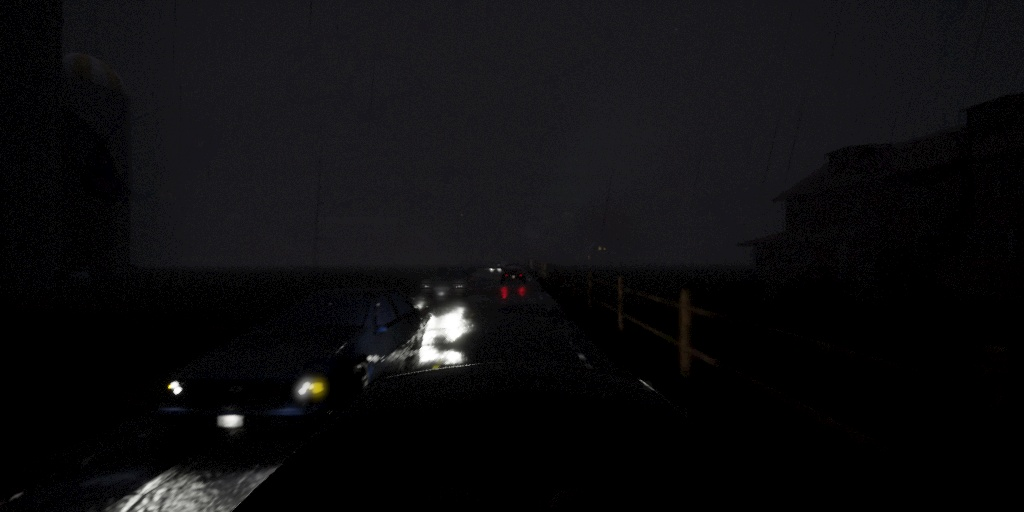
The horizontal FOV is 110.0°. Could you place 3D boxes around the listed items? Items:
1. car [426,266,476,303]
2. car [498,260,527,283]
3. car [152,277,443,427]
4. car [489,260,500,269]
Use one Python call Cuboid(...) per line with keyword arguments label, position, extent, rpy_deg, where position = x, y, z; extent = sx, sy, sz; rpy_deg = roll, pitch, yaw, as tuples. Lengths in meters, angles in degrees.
Cuboid(label="car", position=(-2.805, 1.236, 16.746), extent=(2.128, 1.511, 4.902), rpy_deg=(0, 0, 0))
Cuboid(label="car", position=(0.124, 1.277, 27.756), extent=(1.812, 1.442, 4.674), rpy_deg=(0, 0, 1))
Cuboid(label="car", position=(-2.839, 1.291, 6.308), extent=(2.033, 1.411, 5.357), rpy_deg=(0, 0, 1))
Cuboid(label="car", position=(-2.648, 1.329, 58.275), extent=(2.033, 1.411, 5.357), rpy_deg=(0, 0, 1))
